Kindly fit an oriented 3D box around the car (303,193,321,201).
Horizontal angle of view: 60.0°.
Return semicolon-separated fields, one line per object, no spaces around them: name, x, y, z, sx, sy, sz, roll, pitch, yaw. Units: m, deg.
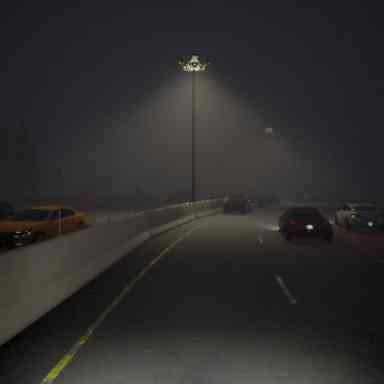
car;21.531;0.941;59.974;1.812;1.442;4.674;1;1;42

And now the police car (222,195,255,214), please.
police car;4.299;1.094;30.958;1.930;1.638;5.238;0;1;19

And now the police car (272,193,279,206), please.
police car;10.461;0.961;44.983;1.930;1.638;5.238;1;1;28

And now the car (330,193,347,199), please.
car;30.737;0.830;69.617;4.718;1.301;1.895;0;1;-42

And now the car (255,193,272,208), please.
car;7.844;1.089;39.741;1.837;1.490;4.892;1;1;25

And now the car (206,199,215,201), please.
car;3.586;0.976;52.065;2.033;1.411;5.357;1;1;30

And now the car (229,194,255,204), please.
car;7.940;0.989;52.498;2.033;1.411;5.357;1;1;32

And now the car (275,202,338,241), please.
car;5.248;1.406;15.810;1.994;1.385;4.181;0;1;10

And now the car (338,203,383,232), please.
car;9.427;1.350;18.902;1.812;1.442;4.674;0;1;12
